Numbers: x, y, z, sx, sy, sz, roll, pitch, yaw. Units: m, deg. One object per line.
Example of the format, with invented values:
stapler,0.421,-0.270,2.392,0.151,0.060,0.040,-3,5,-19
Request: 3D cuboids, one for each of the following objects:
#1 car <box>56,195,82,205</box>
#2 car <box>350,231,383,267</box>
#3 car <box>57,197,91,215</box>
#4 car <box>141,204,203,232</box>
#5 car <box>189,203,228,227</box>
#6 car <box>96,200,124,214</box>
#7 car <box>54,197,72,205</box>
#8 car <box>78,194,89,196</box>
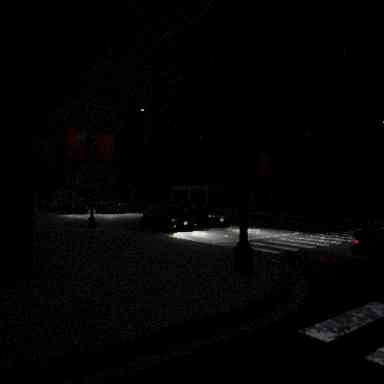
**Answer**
car,-18.625,1.505,50.232,1.895,1.301,4.718,0,0,-36
car,7.091,1.547,8.730,2.033,1.411,5.357,0,0,-36
car,-13.056,1.611,36.768,1.882,1.535,5.008,0,0,-36
car,-1.530,1.620,20.717,1.994,1.385,4.181,0,0,-36
car,0.504,1.559,23.460,2.128,1.511,4.902,0,0,-36
car,-9.196,1.657,36.960,1.812,1.442,4.674,0,0,-36
car,-25.210,1.746,65.129,2.128,1.511,4.902,0,0,-36
car,-21.928,1.476,66.133,2.150,2.045,5.566,0,0,-36
